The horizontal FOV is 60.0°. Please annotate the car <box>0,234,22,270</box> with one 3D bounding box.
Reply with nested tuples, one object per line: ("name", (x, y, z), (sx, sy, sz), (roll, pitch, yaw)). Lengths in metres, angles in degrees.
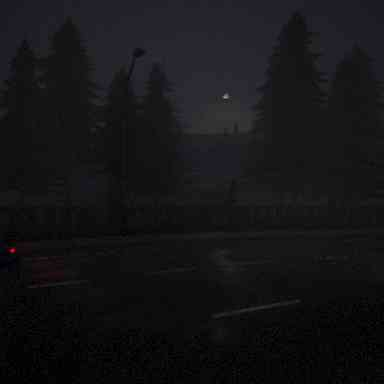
("car", (-6.898, 1.460, 7.536), (5.357, 1.411, 2.033), (1, 0, -35))
